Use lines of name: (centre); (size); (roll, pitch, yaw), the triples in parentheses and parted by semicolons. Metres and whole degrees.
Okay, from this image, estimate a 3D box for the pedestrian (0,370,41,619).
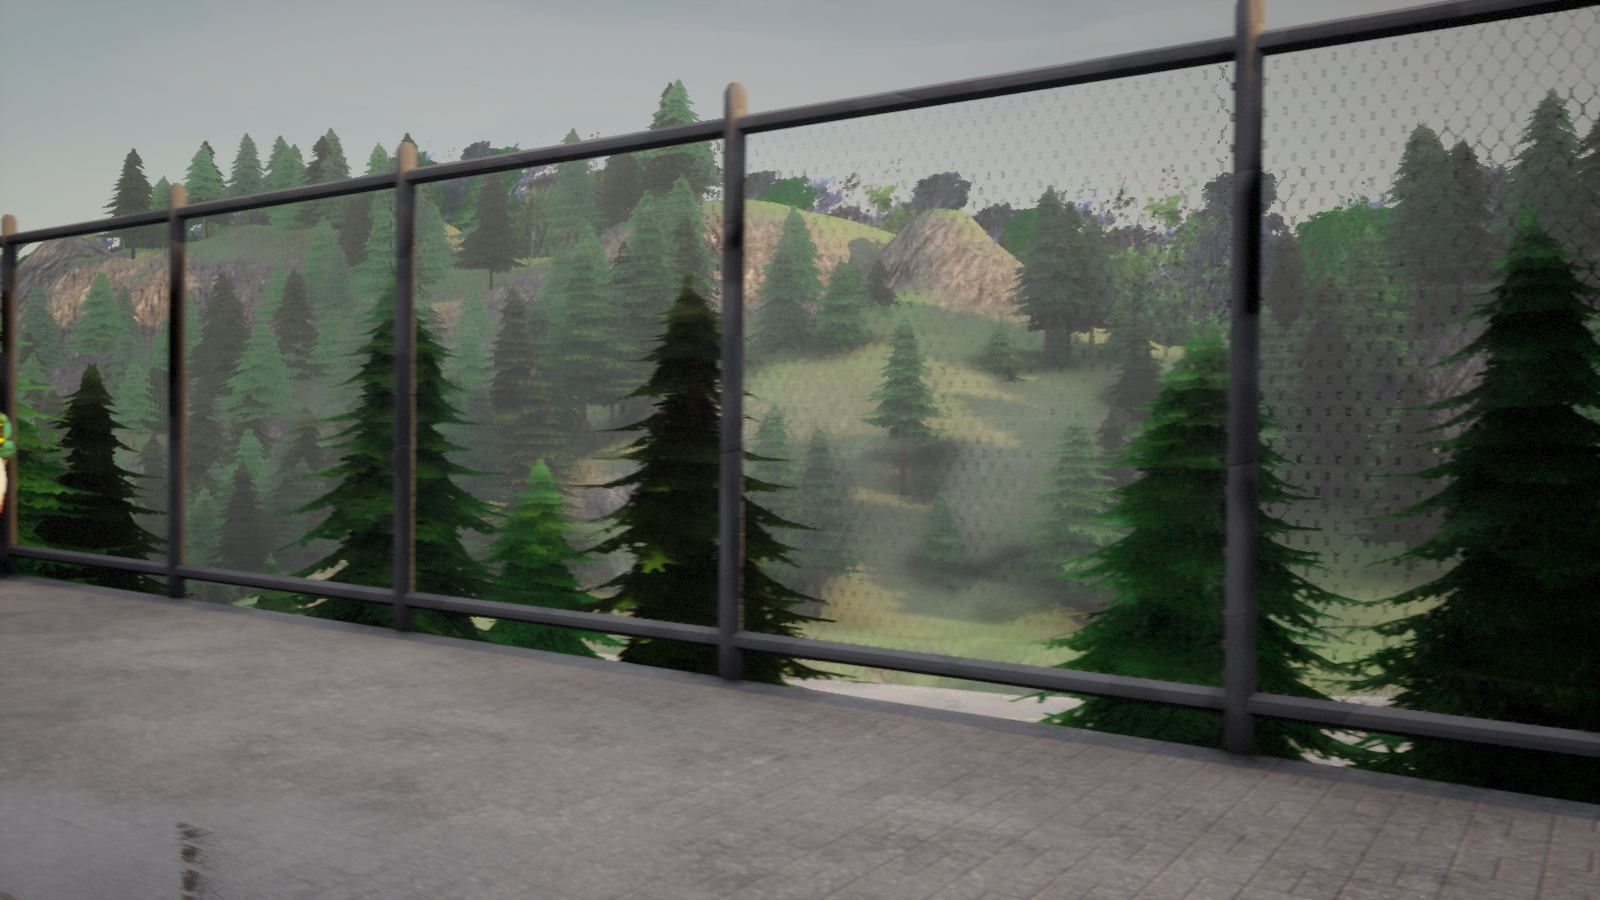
pedestrian: (-6.665, 0.351, 10.076); (0.873, 1.952, 0.659); (0, 1, 35)
